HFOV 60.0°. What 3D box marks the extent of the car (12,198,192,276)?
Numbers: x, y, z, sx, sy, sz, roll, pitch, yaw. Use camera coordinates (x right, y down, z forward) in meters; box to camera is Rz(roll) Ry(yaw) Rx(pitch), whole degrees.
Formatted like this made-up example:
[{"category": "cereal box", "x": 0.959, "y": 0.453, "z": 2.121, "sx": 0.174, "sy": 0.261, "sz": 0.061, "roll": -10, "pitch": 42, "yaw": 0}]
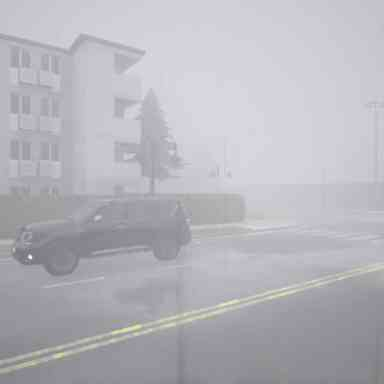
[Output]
[{"category": "car", "x": -2.603, "y": 1.218, "z": 10.705, "sx": 5.566, "sy": 2.045, "sz": 2.150, "roll": 0, "pitch": 0, "yaw": -35}]
